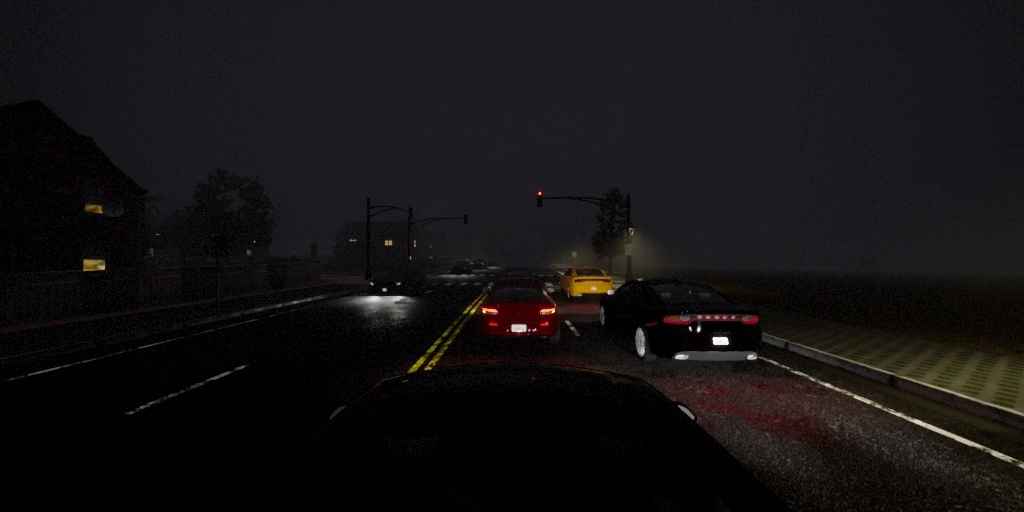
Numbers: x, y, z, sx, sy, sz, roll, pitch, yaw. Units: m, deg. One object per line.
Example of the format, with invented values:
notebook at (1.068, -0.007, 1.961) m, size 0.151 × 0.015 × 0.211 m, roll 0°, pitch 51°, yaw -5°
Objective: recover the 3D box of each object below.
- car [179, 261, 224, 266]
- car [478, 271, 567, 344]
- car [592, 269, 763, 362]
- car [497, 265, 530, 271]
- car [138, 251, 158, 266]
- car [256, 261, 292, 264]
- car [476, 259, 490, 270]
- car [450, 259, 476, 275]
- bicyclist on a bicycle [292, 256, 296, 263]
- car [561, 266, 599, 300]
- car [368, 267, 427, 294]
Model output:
car at (-30.848, 0.874, 35.667) m, size 4.718 × 1.301 × 1.895 m, roll 1°, pitch -1°, yaw 16°
car at (0.163, 1.280, 9.465) m, size 1.812 × 1.442 × 4.674 m, roll 0°, pitch 0°, yaw 1°
car at (3.402, 1.231, 8.291) m, size 1.882 × 1.535 × 5.008 m, roll 0°, pitch 0°, yaw 0°
car at (0.281, 1.289, 18.572) m, size 1.812 × 1.442 × 4.674 m, roll 0°, pitch 0°, yaw 0°
car at (-40.928, 0.330, 38.481) m, size 5.566 × 2.045 × 2.150 m, roll 1°, pitch -1°, yaw 16°
car at (-21.061, 0.909, 32.952) m, size 5.008 × 1.535 × 1.882 m, roll 1°, pitch -1°, yaw 16°
car at (-4.983, 1.189, 54.356) m, size 2.097 × 1.767 × 4.553 m, roll 0°, pitch 0°, yaw 4°
car at (-5.689, 1.282, 40.673) m, size 1.882 × 1.535 × 5.008 m, roll 0°, pitch 0°, yaw 3°
bicyclist on a bicycle at (-24.251, 0.779, 39.926) m, size 0.582 × 1.620 × 1.656 m, roll 1°, pitch -1°, yaw 15°
car at (3.533, 1.239, 17.759) m, size 1.882 × 1.535 × 5.008 m, roll 0°, pitch 0°, yaw 1°
car at (-6.363, 1.316, 20.702) m, size 2.033 × 1.411 × 5.357 m, roll 0°, pitch 0°, yaw 1°
